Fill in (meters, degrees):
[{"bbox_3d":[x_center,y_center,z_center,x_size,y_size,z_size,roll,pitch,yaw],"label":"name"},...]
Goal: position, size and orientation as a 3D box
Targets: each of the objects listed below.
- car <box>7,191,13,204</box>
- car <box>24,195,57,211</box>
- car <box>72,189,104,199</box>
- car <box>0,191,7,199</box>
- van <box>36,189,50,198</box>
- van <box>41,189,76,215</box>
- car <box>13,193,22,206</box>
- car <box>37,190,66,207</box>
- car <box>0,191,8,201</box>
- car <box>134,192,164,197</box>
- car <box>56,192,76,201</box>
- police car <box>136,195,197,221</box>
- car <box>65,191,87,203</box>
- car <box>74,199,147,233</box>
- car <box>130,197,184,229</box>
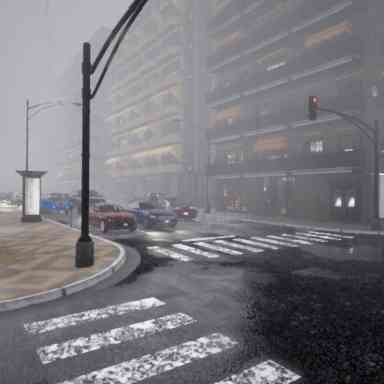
[{"bbox_3d":[-20.844,0.804,40.394,1.752,1.417,4.829,2,0,-36],"label":"car"},{"bbox_3d":[-14.342,0.996,31.344,1.887,1.381,4.507,2,0,-36],"label":"car"},{"bbox_3d":[-9.056,0.783,28.414,2.150,2.045,5.566,1,0,-36],"label":"car"},{"bbox_3d":[-34.146,0.469,58.907,1.887,1.381,4.507,2,0,-36],"label":"car"},{"bbox_3d":[-30.640,0.259,68.397,1.690,1.788,3.998,2,0,-36],"label":"van"},{"bbox_3d":[-11.036,0.881,26.750,1.690,1.788,3.998,2,0,-36],"label":"van"},{"bbox_3d":[-17.643,0.908,35.937,1.887,1.381,4.507,2,0,-36],"label":"car"},{"bbox_3d":[-16.403,0.717,38.669,2.097,1.767,4.553,1,1,-35],"label":"car"},{"bbox_3d":[-27.541,0.540,49.719,1.967,1.590,4.097,2,0,-36],"label":"car"},{"bbox_3d":[-4.234,0.936,31.645,2.192,1.841,5.009,2,0,-36],"label":"car"},{"bbox_3d":[-20.744,0.747,54.615,1.947,1.339,4.313,2,0,-36],"label":"car"},{"bbox_3d":[-1.795,1.228,23.609,2.038,1.542,4.974,1,0,-36],"label":"police car"},{"bbox_3d":[-17.440,0.709,50.021,1.967,1.590,4.097,2,0,-36],"label":"car"},{"bbox_3d":[-4.441,1.260,17.562,1.887,1.381,4.507,2,0,-36],"label":"car"},{"bbox_3d":[-2.678,1.257,19.528,1.812,1.442,4.674,1,1,-36],"label":"car"}]
